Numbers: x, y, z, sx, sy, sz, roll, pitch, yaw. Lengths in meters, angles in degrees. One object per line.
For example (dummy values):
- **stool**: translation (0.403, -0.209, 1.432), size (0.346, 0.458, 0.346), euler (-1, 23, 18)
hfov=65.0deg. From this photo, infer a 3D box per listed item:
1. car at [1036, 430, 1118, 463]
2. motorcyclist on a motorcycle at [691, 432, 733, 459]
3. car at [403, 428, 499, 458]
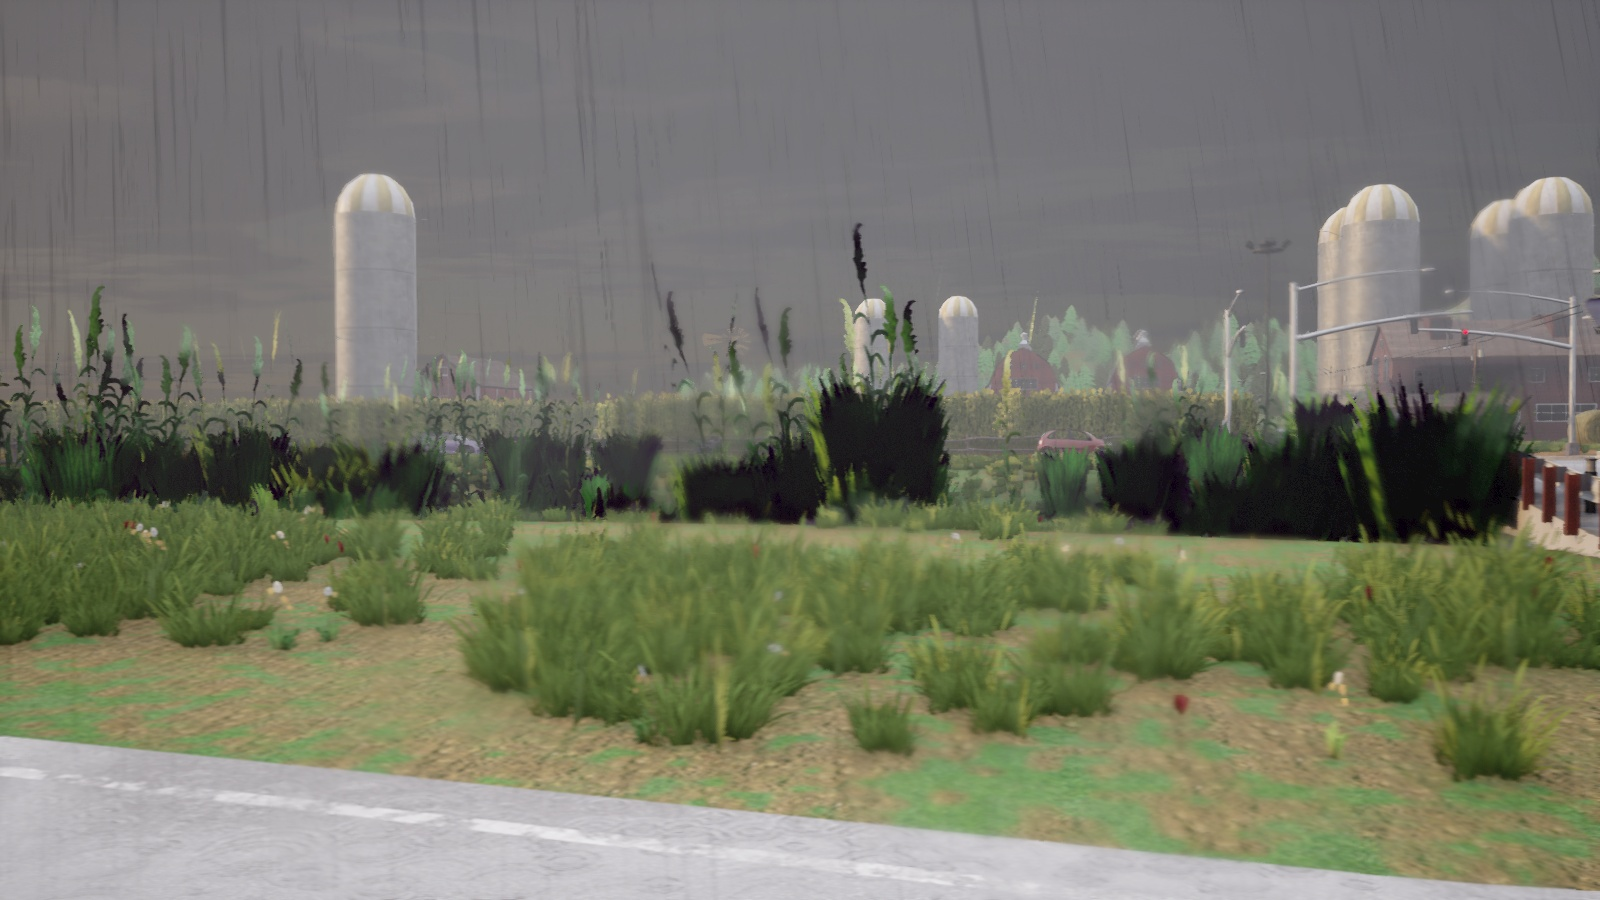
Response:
- **car**: translation (13.987, -0.210, 63.467), size (3.988, 1.617, 1.851), euler (0, 1, 13)
- **motorcyclist on a motorcycle**: translation (-4.982, -0.252, 70.951), size (2.191, 1.530, 0.866), euler (0, 1, 13)
- **car**: translation (-19.748, -0.409, 71.122), size (4.856, 1.649, 2.033), euler (0, 1, 13)
